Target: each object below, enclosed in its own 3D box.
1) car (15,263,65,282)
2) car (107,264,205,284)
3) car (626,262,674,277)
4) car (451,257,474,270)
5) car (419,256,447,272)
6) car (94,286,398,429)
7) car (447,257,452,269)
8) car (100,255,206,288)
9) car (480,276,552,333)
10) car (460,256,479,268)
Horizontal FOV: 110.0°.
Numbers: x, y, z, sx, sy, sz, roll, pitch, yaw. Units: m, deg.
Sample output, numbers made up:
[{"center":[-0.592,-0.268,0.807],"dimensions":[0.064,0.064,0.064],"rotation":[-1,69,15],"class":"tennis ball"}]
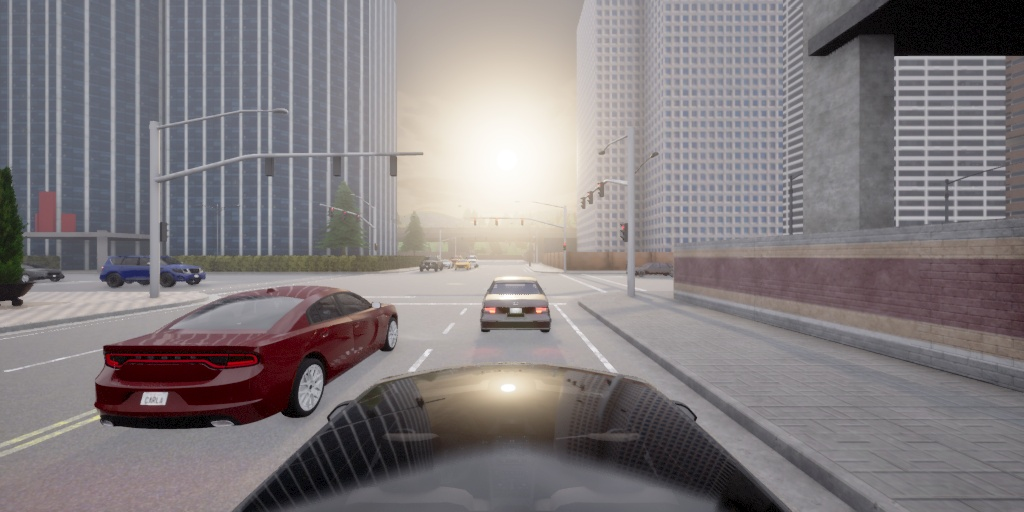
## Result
[{"center":[-37.007,1.255,27.075],"dimensions":[4.892,1.490,1.837],"rotation":[0,0,0],"class":"car"},{"center":[-26.784,1.297,27.131],"dimensions":[5.357,1.411,2.033],"rotation":[0,0,0],"class":"car"},{"center":[13.912,1.297,34.737],"dimensions":[5.357,1.411,2.033],"rotation":[0,0,0],"class":"car"},{"center":[-7.063,1.227,51.959],"dimensions":[1.882,1.535,5.008],"rotation":[0,0,0],"class":"car"},{"center":[-10.569,0.972,47.353],"dimensions":[2.150,2.045,5.566],"rotation":[0,0,0],"class":"car"},{"center":[-3.440,1.228,5.945],"dimensions":[1.882,1.535,5.008],"rotation":[0,0,0],"class":"car"},{"center":[-10.551,1.275,56.892],"dimensions":[1.812,1.442,4.674],"rotation":[0,0,0],"class":"car"},{"center":[-23.595,0.972,23.652],"dimensions":[5.566,2.045,2.150],"rotation":[0,0,0],"class":"car"},{"center":[0.090,1.297,10.757],"dimensions":[2.033,1.411,5.357],"rotation":[0,0,0],"class":"car"},{"center":[-7.031,0.971,61.800],"dimensions":[2.150,2.045,5.566],"rotation":[0,0,0],"class":"car"}]
